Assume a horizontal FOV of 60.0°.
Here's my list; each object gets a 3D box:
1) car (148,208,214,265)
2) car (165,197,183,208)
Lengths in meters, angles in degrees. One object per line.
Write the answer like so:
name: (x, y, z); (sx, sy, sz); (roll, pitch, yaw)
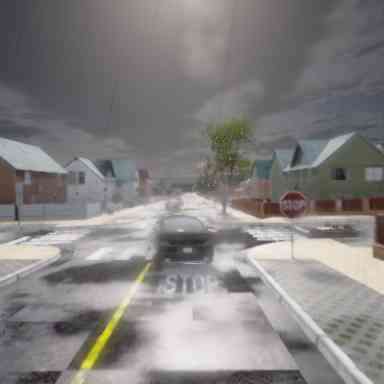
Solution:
car: (-0.531, 1.570, 12.175); (1.882, 1.535, 5.008); (0, 0, -9)
car: (-2.842, 1.830, 47.675); (2.128, 1.511, 4.902); (0, 0, 0)
